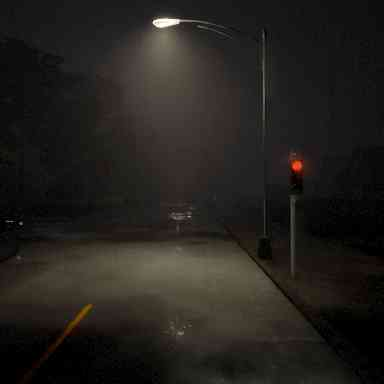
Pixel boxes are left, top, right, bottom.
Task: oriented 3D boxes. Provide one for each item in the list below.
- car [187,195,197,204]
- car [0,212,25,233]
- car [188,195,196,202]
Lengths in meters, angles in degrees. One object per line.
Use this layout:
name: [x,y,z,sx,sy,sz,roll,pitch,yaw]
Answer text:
car: [0.040,1.546,63.099,2.033,1.411,5.357,0,0,0]
car: [-11.839,1.505,18.279,4.892,1.490,1.837,0,0,-2]
car: [-0.083,1.524,77.750,1.812,1.442,4.674,0,0,0]
